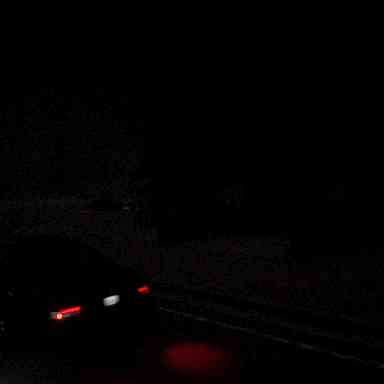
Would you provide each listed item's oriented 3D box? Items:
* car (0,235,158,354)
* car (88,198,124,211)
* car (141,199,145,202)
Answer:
[{"bbox_3d":[-3.022,1.548,6.221,5.357,1.411,2.033,0,0,40],"label":"car"},{"bbox_3d":[-10.633,1.478,41.387,1.882,1.535,5.008,0,0,31],"label":"car"},{"bbox_3d":[-5.445,1.478,49.259,1.882,1.535,5.008,0,0,35],"label":"car"}]
